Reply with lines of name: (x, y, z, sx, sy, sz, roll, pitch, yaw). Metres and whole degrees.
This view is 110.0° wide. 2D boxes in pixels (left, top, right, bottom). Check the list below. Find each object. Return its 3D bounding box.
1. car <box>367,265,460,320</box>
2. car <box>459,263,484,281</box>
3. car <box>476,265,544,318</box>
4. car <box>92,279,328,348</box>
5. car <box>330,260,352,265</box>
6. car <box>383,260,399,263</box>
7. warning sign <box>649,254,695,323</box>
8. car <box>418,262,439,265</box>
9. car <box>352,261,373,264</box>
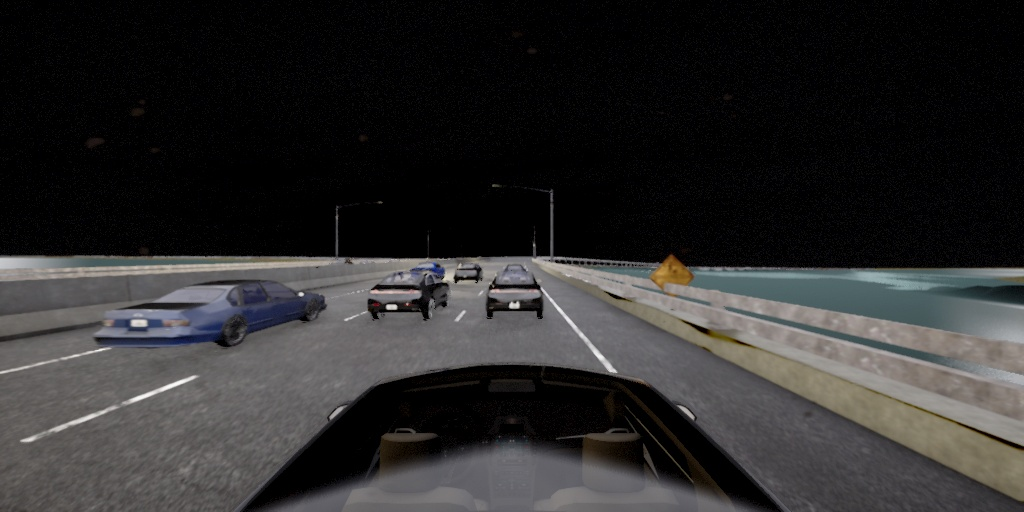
car: (-3.403, 1.252, 12.641, 2.128, 1.511, 4.902, 0, 0, 1)
car: (-3.295, 1.266, 27.916, 2.128, 1.511, 4.902, 0, 0, 1)
car: (0.101, 1.255, 12.950, 2.128, 1.511, 4.902, 0, 0, 1)
car: (-6.941, 1.305, 9.214, 2.033, 1.411, 5.357, 0, 0, 1)
car: (-24.118, 1.288, 50.906, 1.837, 1.490, 4.892, 0, 0, 1)
car: (-17.127, 1.274, 50.752, 2.128, 1.511, 4.902, 0, 0, 1)
warning sign: (4.564, 0.876, 10.201, 1.300, 1.860, 1.060, 0, 0, 0)
car: (-6.771, 1.251, 29.507, 1.882, 1.535, 5.008, 0, 0, 1)
car: (-20.611, 1.346, 51.293, 1.994, 1.385, 4.181, 0, 0, 1)
